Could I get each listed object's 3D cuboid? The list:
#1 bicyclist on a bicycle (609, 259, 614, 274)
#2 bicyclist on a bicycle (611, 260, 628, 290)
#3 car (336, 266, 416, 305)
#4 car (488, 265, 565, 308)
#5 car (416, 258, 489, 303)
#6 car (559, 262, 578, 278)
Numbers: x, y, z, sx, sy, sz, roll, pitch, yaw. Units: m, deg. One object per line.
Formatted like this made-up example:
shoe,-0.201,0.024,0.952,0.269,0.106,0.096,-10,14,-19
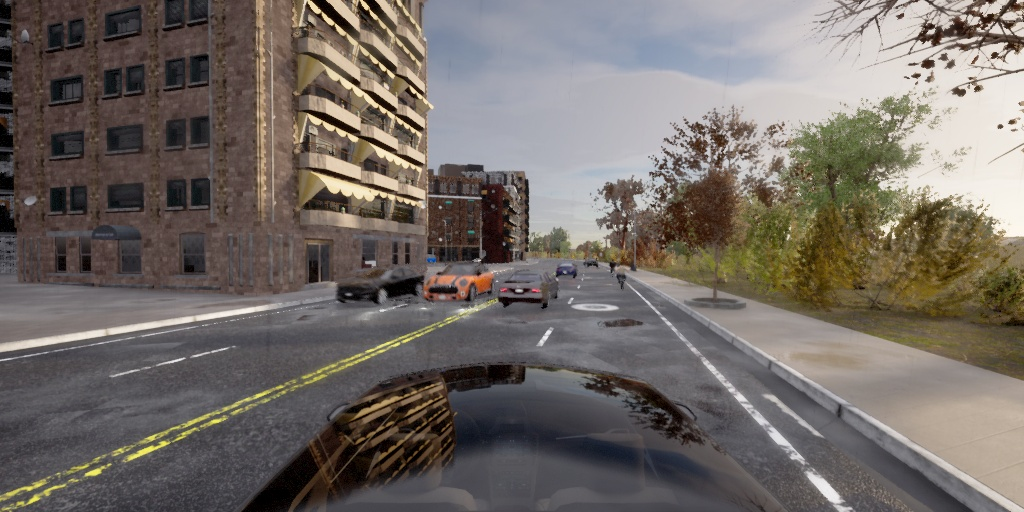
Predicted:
bicyclist on a bicycle,8.610,1.111,30.720,0.659,1.776,1.843,0,0,13
bicyclist on a bicycle,6.461,1.180,21.180,0.866,1.612,1.509,0,0,13
car,-5.766,1.226,16.370,1.882,1.535,5.008,0,0,14
car,0.866,1.294,15.302,2.033,1.411,5.357,0,0,14
car,-2.317,1.099,16.825,2.097,1.767,4.553,0,0,14
car,5.218,1.267,34.157,1.812,1.442,4.674,0,0,12
